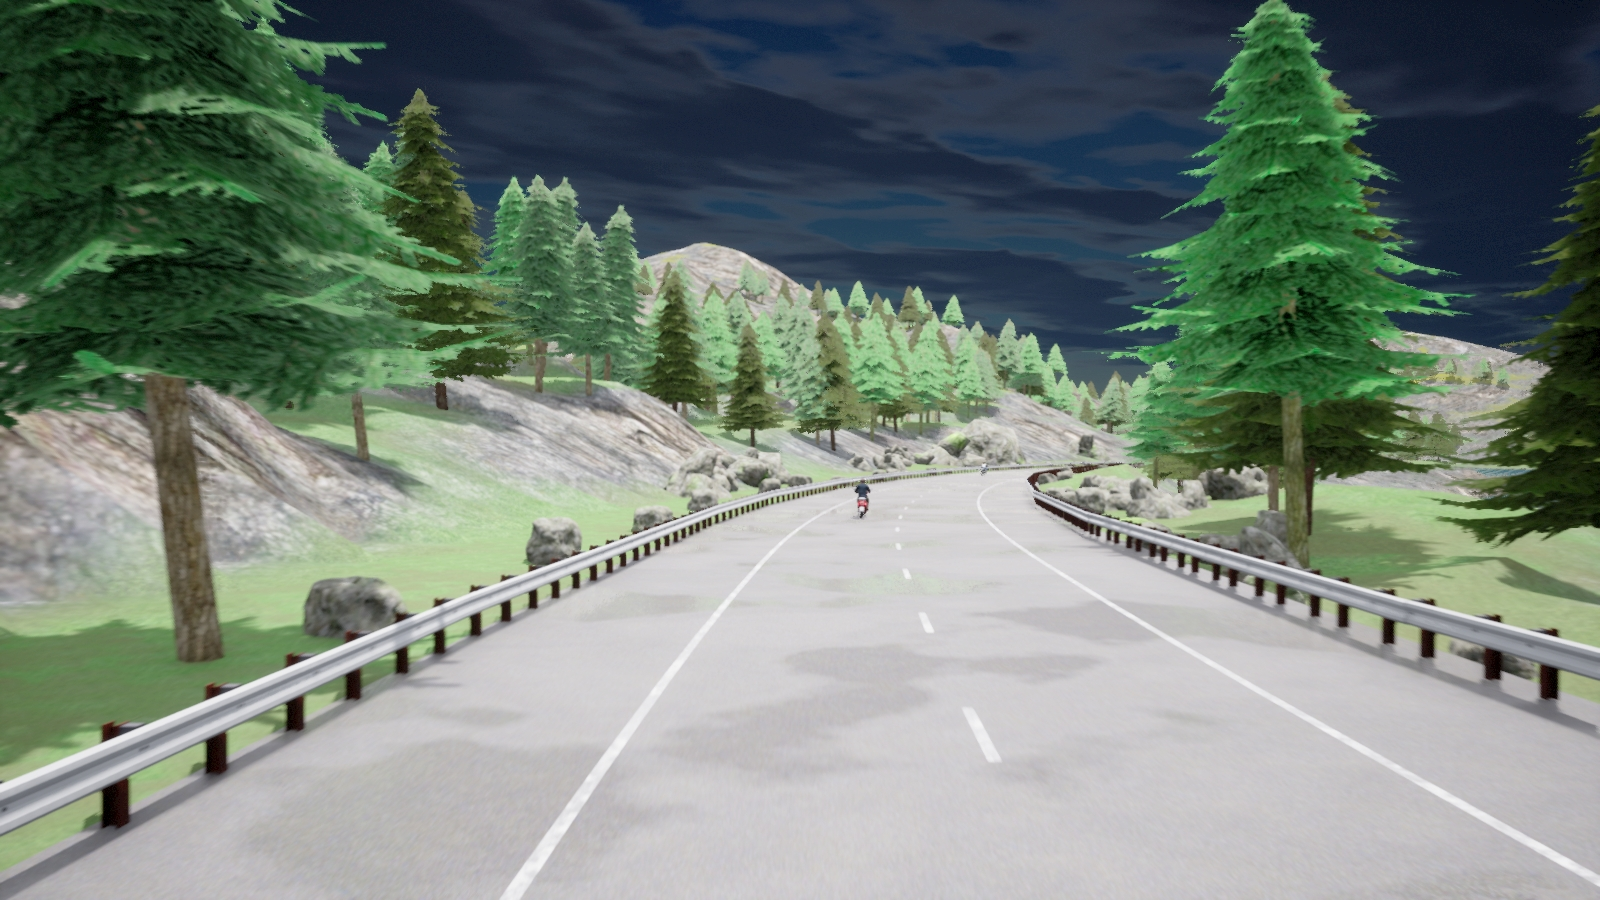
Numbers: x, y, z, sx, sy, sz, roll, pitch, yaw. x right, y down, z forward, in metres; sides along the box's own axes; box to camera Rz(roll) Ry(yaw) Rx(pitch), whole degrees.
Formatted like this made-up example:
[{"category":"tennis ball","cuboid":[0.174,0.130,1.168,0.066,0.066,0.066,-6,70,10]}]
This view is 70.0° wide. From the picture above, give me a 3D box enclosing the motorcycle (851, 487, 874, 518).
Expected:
[{"category":"motorcycle","cuboid":[2.614,2.183,47.699,0.856,1.236,1.805,0,0,6]}]
